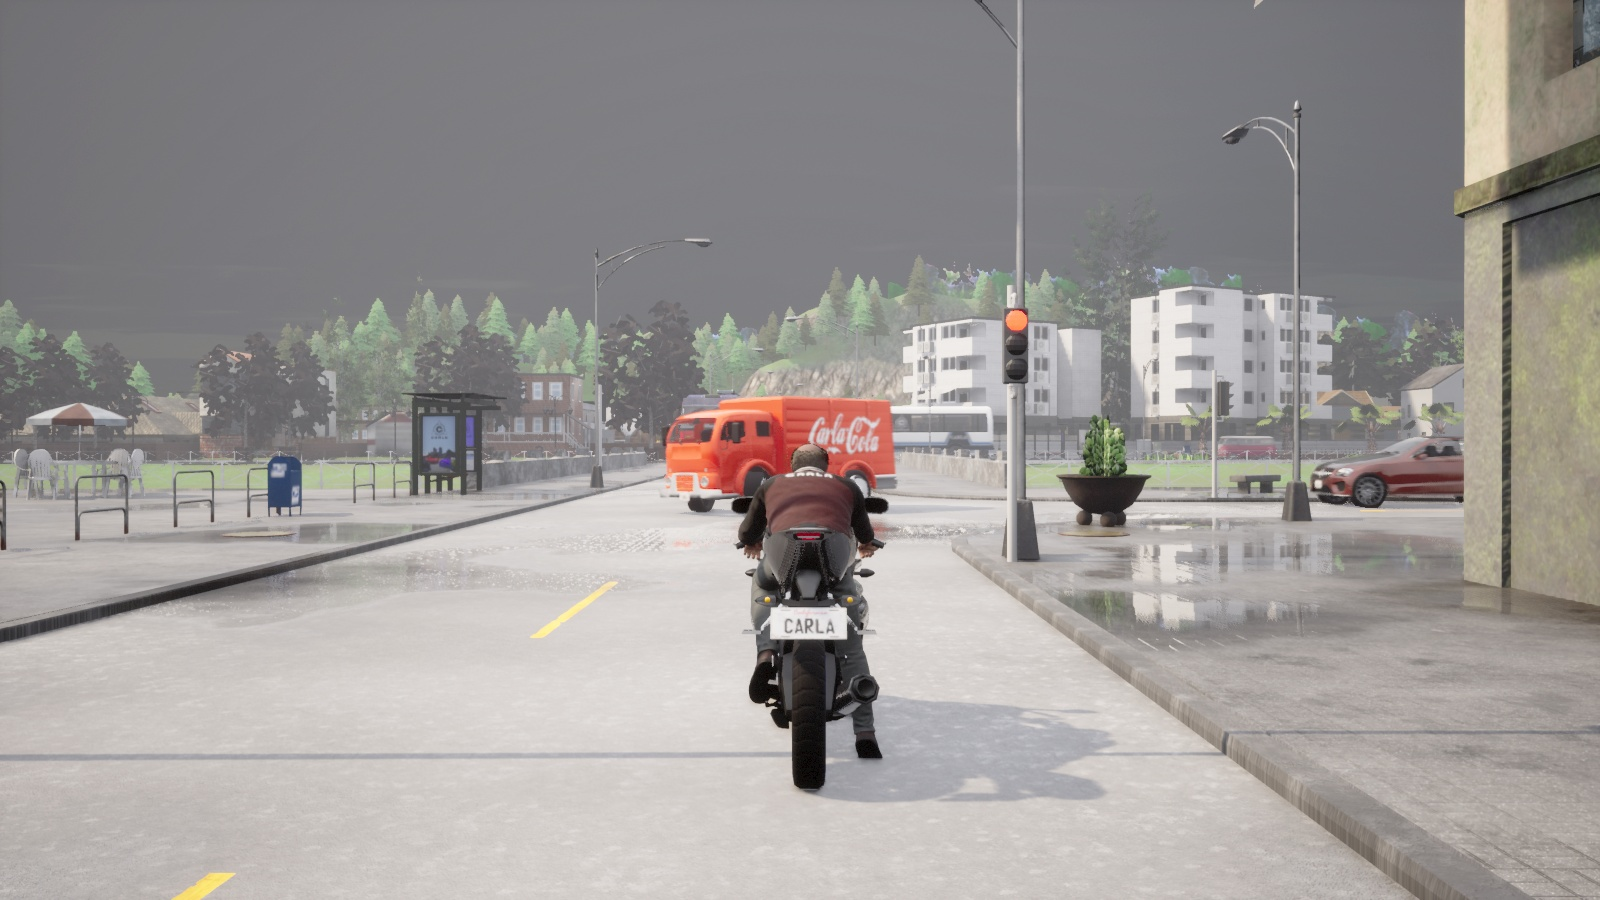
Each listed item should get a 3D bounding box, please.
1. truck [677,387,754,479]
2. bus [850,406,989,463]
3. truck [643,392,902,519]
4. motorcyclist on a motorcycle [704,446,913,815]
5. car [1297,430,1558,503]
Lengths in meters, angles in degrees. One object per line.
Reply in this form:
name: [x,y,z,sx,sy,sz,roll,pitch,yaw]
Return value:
truck: [-3.704,-0.742,56.921,2.891,3.827,8.468,0,0,0]
bus: [8.932,-1.160,95.169,10.273,4.253,3.944,0,1,1]
truck: [-0.512,0.101,27.280,5.204,2.467,2.627,-1,0,-45]
motorcyclist on a motorcycle: [0.047,0.746,6.323,0.866,1.530,2.191,0,0,1]
car: [14.558,0.371,29.375,5.027,1.651,2.152,0,0,0]
